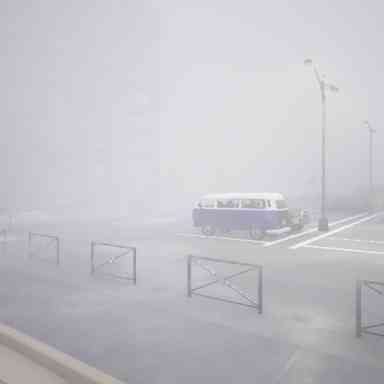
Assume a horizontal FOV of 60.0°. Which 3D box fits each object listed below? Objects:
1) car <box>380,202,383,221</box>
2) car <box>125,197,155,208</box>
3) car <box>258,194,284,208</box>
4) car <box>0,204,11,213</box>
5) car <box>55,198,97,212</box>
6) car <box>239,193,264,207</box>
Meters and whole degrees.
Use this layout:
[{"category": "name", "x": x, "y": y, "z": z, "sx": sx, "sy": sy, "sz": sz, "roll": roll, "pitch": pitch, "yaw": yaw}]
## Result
[{"category": "car", "x": 17.298, "y": 1.153, "z": 25.445, "sx": 4.605, "sy": 1.855, "sz": 1.932, "roll": 0, "pitch": 0, "yaw": 36}, {"category": "car", "x": -7.246, "y": 1.436, "z": 46.758, "sx": 2.128, "sy": 1.511, "sz": 4.902, "roll": 0, "pitch": 0, "yaw": 36}, {"category": "car", "x": 13.692, "y": 1.545, "z": 57.572, "sx": 1.895, "sy": 1.301, "sz": 4.718, "roll": 0, "pitch": 0, "yaw": 36}, {"category": "car", "x": -19.376, "y": 1.492, "z": 29.908, "sx": 2.033, "sy": 1.411, "sz": 5.357, "roll": 0, "pitch": 0, "yaw": 36}, {"category": "car", "x": -13.319, "y": 1.422, "z": 38.325, "sx": 1.882, "sy": 1.535, "sz": 5.008, "roll": 0, "pitch": 0, "yaw": 36}, {"category": "car", "x": 10.795, "y": 1.449, "z": 59.537, "sx": 1.837, "sy": 1.490, "sz": 4.892, "roll": 0, "pitch": 0, "yaw": 36}]
